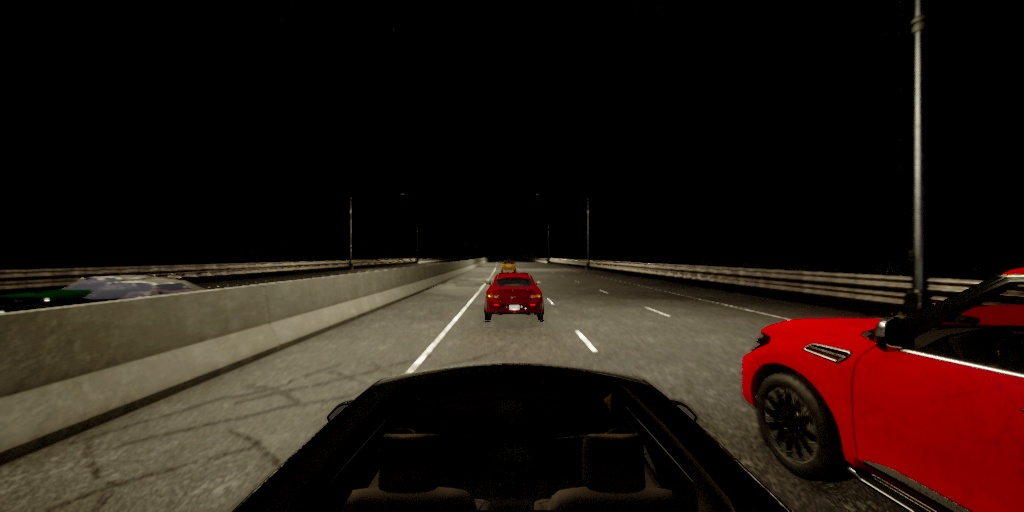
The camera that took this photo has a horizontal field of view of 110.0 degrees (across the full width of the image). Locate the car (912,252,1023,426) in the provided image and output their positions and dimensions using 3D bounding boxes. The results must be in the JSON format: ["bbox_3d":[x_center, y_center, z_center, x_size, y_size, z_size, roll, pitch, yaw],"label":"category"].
[{"bbox_3d":[7.093,0.970,2.606,2.150,2.045,5.566,0,0,0],"label":"car"}]

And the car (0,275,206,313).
[{"bbox_3d":[-10.630,1.353,10.127,1.895,1.301,4.718,0,0,0],"label":"car"}]

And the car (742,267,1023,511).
[{"bbox_3d":[3.594,0.971,1.544,2.150,2.045,5.566,0,0,0],"label":"car"}]

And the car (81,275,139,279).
[{"bbox_3d":[-14.143,1.354,12.467,1.895,1.301,4.718,0,0,0],"label":"car"}]

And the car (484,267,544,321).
[{"bbox_3d":[0.054,1.276,12.345,1.812,1.442,4.674,0,0,0],"label":"car"}]

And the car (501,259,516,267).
[{"bbox_3d":[-0.441,1.186,44.422,1.801,1.575,5.366,0,0,-1],"label":"car"}]
